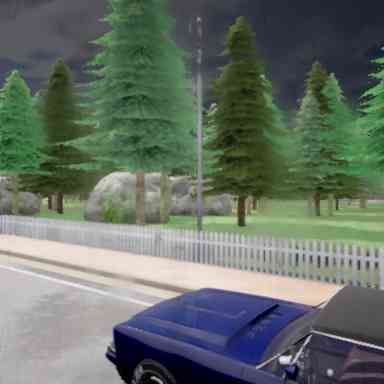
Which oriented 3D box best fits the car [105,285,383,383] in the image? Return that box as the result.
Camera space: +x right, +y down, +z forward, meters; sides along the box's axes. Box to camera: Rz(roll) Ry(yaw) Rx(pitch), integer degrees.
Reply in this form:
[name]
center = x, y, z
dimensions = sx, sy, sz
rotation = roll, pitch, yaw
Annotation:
[car]
center = 1.409, 1.600, 2.971
dimensions = 4.718, 1.301, 1.895
rotation = 0, 0, 36
